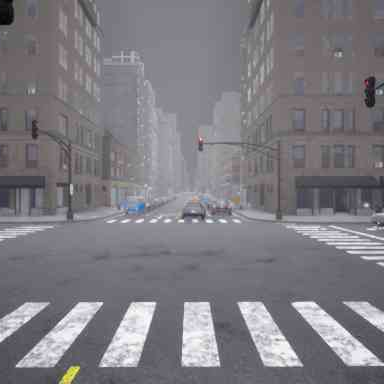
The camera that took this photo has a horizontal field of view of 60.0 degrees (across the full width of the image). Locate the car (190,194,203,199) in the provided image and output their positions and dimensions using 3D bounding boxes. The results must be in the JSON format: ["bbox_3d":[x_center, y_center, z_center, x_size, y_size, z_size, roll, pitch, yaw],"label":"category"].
[{"bbox_3d":[0.363,1.477,51.419,1.882,1.535,5.008,0,0,0],"label":"car"}]

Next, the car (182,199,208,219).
[{"bbox_3d":[0.168,1.563,29.219,1.994,1.385,4.181,0,0,2],"label":"car"}]

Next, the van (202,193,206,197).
[{"bbox_3d":[2.952,1.339,55.973,1.690,1.788,3.998,0,0,0],"label":"van"}]

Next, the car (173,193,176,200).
[{"bbox_3d":[-5.457,1.515,78.515,1.752,1.417,4.829,0,0,0],"label":"car"}]

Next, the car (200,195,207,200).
[{"bbox_3d":[3.128,1.550,89.989,1.947,1.339,4.313,0,0,0],"label":"car"}]

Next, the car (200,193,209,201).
[{"bbox_3d":[3.099,1.302,84.319,2.192,1.841,5.009,0,0,0],"label":"car"}]

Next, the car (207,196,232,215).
[{"bbox_3d":[2.836,1.439,33.297,1.967,1.590,4.097,0,0,0],"label":"car"}]

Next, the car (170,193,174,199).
[{"bbox_3d":[-5.485,1.537,73.016,1.887,1.381,4.507,0,0,0],"label":"car"}]

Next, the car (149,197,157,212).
[{"bbox_3d":[-5.661,1.439,39.007,1.967,1.590,4.097,0,0,0],"label":"car"}]

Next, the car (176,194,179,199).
[{"bbox_3d":[-5.397,1.299,90.021,2.192,1.841,5.009,0,0,0],"label":"car"}]

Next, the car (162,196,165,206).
[{"bbox_3d":[-5.602,1.581,50.344,1.802,1.307,4.206,0,0,0],"label":"car"}]

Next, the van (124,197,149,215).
[{"bbox_3d":[-5.690,1.340,33.339,1.690,1.788,3.998,0,0,0],"label":"van"}]

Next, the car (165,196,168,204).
[{"bbox_3d":[-5.573,1.564,56.012,1.947,1.339,4.313,0,0,0],"label":"car"}]

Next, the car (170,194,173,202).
[{"bbox_3d":[-5.514,1.561,67.348,1.947,1.339,4.313,0,0,0],"label":"car"}]

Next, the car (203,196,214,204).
[{"bbox_3d":[2.983,1.522,61.812,1.752,1.417,4.829,0,0,0],"label":"car"}]

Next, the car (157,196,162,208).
[{"bbox_3d":[-5.631,1.565,44.675,1.947,1.339,4.313,0,0,0],"label":"car"}]

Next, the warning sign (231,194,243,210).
[{"bbox_3d":[5.268,1.115,39.279,1.300,1.860,1.060,0,0,0],"label":"warning sign"}]

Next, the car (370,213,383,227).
[{"bbox_3d":[13.769,1.613,20.622,4.718,1.301,1.895,0,0,0],"label":"car"}]

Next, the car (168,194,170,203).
[{"bbox_3d":[-5.544,1.522,61.510,1.752,1.417,4.829,0,0,0],"label":"car"}]

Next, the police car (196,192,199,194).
[{"bbox_3d":[1.203,1.415,79.396,1.930,1.638,5.238,0,0,-1],"label":"police car"}]

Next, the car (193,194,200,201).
[{"bbox_3d":[1.245,1.440,89.491,1.801,1.575,5.366,0,0,0],"label":"car"}]

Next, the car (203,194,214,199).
[{"bbox_3d":[2.894,1.439,44.635,1.967,1.590,4.097,0,0,0],"label":"car"}]

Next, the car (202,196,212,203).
[{"bbox_3d":[3.011,1.546,67.312,2.008,1.369,4.403,0,0,0],"label":"car"}]
